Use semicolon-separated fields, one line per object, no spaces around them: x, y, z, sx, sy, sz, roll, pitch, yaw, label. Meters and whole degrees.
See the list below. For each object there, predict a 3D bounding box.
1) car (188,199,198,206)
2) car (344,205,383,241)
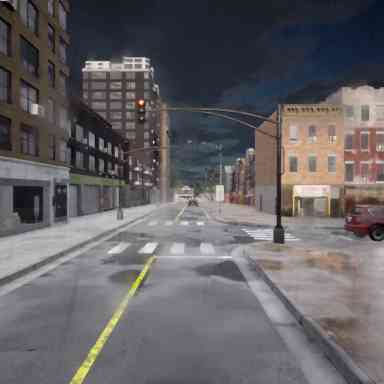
0.213;2.130;67.968;1.837;1.490;4.892;0;-1;0;car
10.843;1.642;17.854;5.009;1.841;2.192;1;-1;0;car
